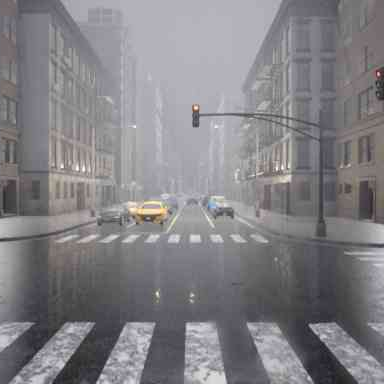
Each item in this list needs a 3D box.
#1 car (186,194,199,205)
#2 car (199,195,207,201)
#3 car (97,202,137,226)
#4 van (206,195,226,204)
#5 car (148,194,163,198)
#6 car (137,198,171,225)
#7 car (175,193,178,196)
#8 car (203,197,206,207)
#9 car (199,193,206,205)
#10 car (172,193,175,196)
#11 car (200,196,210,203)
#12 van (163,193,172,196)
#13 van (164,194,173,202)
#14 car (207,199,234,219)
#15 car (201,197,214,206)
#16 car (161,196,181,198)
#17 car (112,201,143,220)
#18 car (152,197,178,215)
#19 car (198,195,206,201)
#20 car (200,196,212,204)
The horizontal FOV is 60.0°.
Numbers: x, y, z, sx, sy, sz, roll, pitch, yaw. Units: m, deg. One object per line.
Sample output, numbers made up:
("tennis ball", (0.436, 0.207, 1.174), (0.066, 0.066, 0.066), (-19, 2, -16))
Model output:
("car", (0.073, 1.487, 56.970), (1.837, 1.490, 4.892), (0, 0, 0))
("car", (2.617, 1.519, 82.871), (1.887, 1.381, 4.507), (0, 0, 0))
("car", (-5.401, 1.543, 23.398), (2.008, 1.369, 4.403), (0, 0, 0))
("van", (2.625, 1.329, 34.215), (1.690, 1.788, 3.998), (0, 0, 0))
("car", (-5.430, 1.425, 45.023), (1.967, 1.590, 4.097), (0, 0, 0))
("car", (-2.864, 1.469, 24.312), (1.882, 1.535, 5.008), (0, 0, 0))
("car", (-5.489, 1.523, 88.273), (2.008, 1.369, 4.403), (0, 0, 0))
("car", (2.624, 1.569, 39.622), (1.802, 1.307, 4.206), (0, 0, 0))
("car", (2.623, 1.298, 50.434), (2.192, 1.841, 5.009), (0, 0, 0))
("car", (-5.467, 1.293, 72.054), (2.192, 1.841, 5.009), (0, 0, 0))
("car", (2.620, 1.504, 66.822), (1.752, 1.417, 4.829), (0, 0, 0))
("van", (-5.460, 1.320, 66.647), (1.690, 1.788, 3.998), (0, 0, 0))
("van", (-5.474, 1.317, 77.460), (1.690, 1.788, 3.998), (0, 0, 0))
("car", (2.626, 1.541, 28.809), (2.008, 1.369, 4.403), (0, 0, 0))
("car", (2.621, 1.548, 55.840), (1.947, 1.339, 4.313), (0, 0, 0))
("car", (-2.856, 1.549, 44.202), (1.994, 1.385, 4.181), (0, 0, 0))
("car", (-5.408, 1.516, 28.635), (1.752, 1.417, 4.829), (0, 0, 0))
("car", (-2.859, 1.536, 34.191), (2.033, 1.411, 5.357), (0, 0, 0))
("car", (2.616, 1.538, 88.278), (1.947, 1.339, 4.313), (0, 0, 0))
("car", (2.621, 1.531, 61.247), (2.008, 1.369, 4.403), (0, 0, 0))
